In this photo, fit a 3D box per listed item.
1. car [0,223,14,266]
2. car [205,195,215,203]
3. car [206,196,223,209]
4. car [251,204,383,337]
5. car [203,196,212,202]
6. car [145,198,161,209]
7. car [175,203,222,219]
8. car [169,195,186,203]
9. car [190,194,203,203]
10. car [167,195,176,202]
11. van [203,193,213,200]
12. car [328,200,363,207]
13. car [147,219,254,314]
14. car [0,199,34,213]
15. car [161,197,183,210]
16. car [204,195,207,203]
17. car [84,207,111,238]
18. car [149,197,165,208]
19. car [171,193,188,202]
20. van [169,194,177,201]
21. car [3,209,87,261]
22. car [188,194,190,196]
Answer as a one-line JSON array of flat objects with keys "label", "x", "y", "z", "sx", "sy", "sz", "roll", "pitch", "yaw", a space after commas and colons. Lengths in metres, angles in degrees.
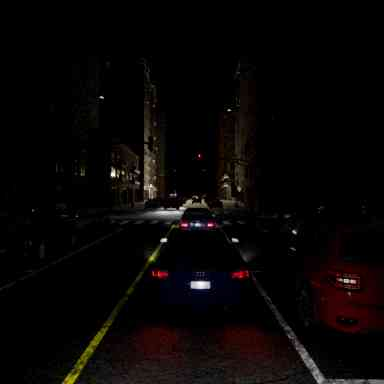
[{"label": "car", "x": -5.776, "y": 1.527, "z": 6.534, "sx": 1.752, "sy": 1.417, "sz": 4.829, "roll": 1, "pitch": 0, "yaw": 1}, {"label": "car", "x": 3.307, "y": 1.594, "z": 50.526, "sx": 1.802, "sy": 1.307, "sz": 4.206, "roll": 1, "pitch": 0, "yaw": 1}, {"label": "car", "x": 3.235, "y": 1.593, "z": 44.853, "sx": 1.802, "sy": 1.307, "sz": 4.206, "roll": 1, "pitch": 0, "yaw": 1}, {"label": "car", "x": 2.753, "y": 1.316, "z": 6.587, "sx": 2.192, "sy": 1.841, "sz": 5.009, "roll": 1, "pitch": 0, "yaw": 1}, {"label": "car", "x": 3.666, "y": 1.608, "z": 78.890, "sx": 1.802, "sy": 1.307, "sz": 4.206, "roll": 1, "pitch": 0, "yaw": 1}, {"label": "car", "x": -5.289, "y": 1.555, "z": 44.970, "sx": 1.887, "sy": 1.381, "sz": 4.507, "roll": 1, "pitch": 0, "yaw": 1}, {"label": "car", "x": 0.269, "y": 1.551, "z": 17.776, "sx": 2.033, "sy": 1.411, "sz": 5.357, "roll": 0, "pitch": 0, "yaw": 0}, {"label": "car", "x": -2.433, "y": 1.614, "z": 52.607, "sx": 1.895, "sy": 1.301, "sz": 4.718, "roll": 0, "pitch": 0, "yaw": 1}, {"label": "car", "x": 0.949, "y": 1.565, "z": 66.702, "sx": 2.033, "sy": 1.411, "sz": 5.357, "roll": 0, "pitch": 0, "yaw": -1}, {"label": "car", "x": -4.857, "y": 1.466, "z": 79.004, "sx": 1.967, "sy": 1.590, "sz": 4.097, "roll": 1, "pitch": 0, "yaw": 1}, {"label": "van", "x": 3.453, "y": 1.358, "z": 61.872, "sx": 1.690, "sy": 1.788, "sz": 3.998, "roll": 1, "pitch": 0, "yaw": 1}, {"label": "car", "x": 13.988, "y": 1.502, "z": 31.920, "sx": 4.553, "sy": 1.767, "sz": 2.097, "roll": 0, "pitch": -1, "yaw": 1}, {"label": "car", "x": 0.175, "y": 1.566, "z": 7.712, "sx": 1.994, "sy": 1.385, "sz": 4.181, "roll": 0, "pitch": 0, "yaw": 1}, {"label": "car", "x": -16.425, "y": 1.342, "z": 29.272, "sx": 4.902, "sy": 1.511, "sz": 2.128, "roll": 1, "pitch": -1, "yaw": 1}, {"label": "car", "x": -2.559, "y": 1.611, "z": 43.176, "sx": 1.895, "sy": 1.301, "sz": 4.718, "roll": 0, "pitch": 0, "yaw": 1}, {"label": "car", "x": 3.379, "y": 1.596, "z": 56.199, "sx": 1.802, "sy": 1.307, "sz": 4.206, "roll": 1, "pitch": 0, "yaw": 1}, {"label": "car", "x": -5.634, "y": 1.529, "z": 17.782, "sx": 1.752, "sy": 1.417, "sz": 4.829, "roll": 1, "pitch": 0, "yaw": 1}, {"label": "car", "x": -5.218, "y": 1.557, "z": 50.642, "sx": 1.887, "sy": 1.381, "sz": 4.507, "roll": 1, "pitch": 0, "yaw": 1}, {"label": "car", "x": -2.283, "y": 1.369, "z": 62.248, "sx": 2.097, "sy": 1.767, "sz": 4.553, "roll": 0, "pitch": 0, "yaw": 1}, {"label": "van", "x": -4.784, "y": 1.371, "z": 84.677, "sx": 1.690, "sy": 1.788, "sz": 3.998, "roll": 1, "pitch": 0, "yaw": 1}, {"label": "car", "x": -5.703, "y": 1.547, "z": 12.328, "sx": 1.887, "sy": 1.381, "sz": 4.507, "roll": 1, "pitch": 0, "yaw": 1}, {"label": "car", "x": -2.085, "y": 1.562, "z": 72.847, "sx": 2.033, "sy": 1.411, "sz": 5.357, "roll": 0, "pitch": 0, "yaw": 1}]
